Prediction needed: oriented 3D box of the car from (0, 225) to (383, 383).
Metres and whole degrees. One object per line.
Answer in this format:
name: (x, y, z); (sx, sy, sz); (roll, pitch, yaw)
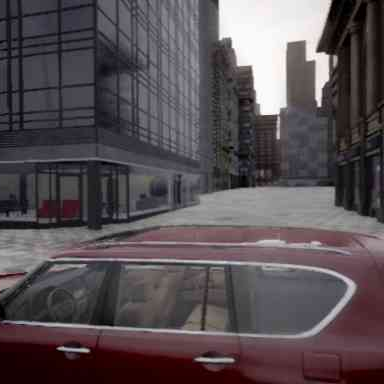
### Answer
car: (-0.504, 1.296, 3.263); (5.009, 1.841, 2.192); (-1, 1, 14)
